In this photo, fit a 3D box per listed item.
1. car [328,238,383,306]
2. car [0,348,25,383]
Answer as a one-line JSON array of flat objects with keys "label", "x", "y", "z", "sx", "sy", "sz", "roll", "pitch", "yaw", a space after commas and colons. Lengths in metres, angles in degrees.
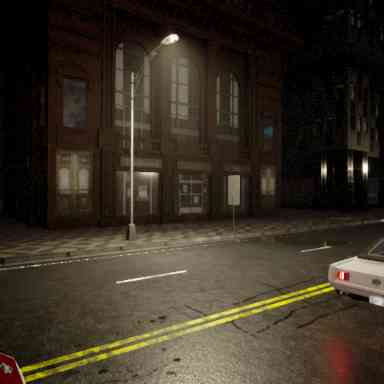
[{"label": "car", "x": 5.031, "y": 1.597, "z": 7.026, "sx": 4.718, "sy": 1.301, "sz": 1.895, "roll": 0, "pitch": 0, "yaw": -35}, {"label": "car", "x": -3.037, "y": 1.352, "z": 1.274, "sx": 4.553, "sy": 1.767, "sz": 2.097, "roll": 0, "pitch": 0, "yaw": -35}]
